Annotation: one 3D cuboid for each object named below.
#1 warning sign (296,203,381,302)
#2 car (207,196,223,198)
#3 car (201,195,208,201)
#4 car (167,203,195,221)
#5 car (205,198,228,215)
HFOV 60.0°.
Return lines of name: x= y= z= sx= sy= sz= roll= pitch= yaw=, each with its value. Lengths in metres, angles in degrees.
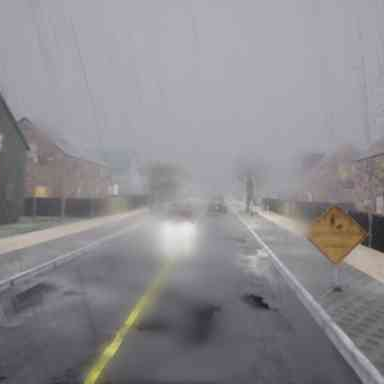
warning sign: x=2.951 y=1.154 z=6.874 sx=1.300 sy=1.860 sz=1.060 roll=0 pitch=-1 yaw=4
car: x=3.576 y=1.394 z=45.965 sx=2.097 sy=1.767 sz=4.553 roll=1 pitch=0 yaw=5
car: x=3.135 y=1.436 z=75.578 sx=1.994 sy=1.385 sz=4.181 roll=1 pitch=0 yaw=5
car: x=-0.803 y=1.547 z=27.004 sx=1.895 sy=1.301 sz=4.718 roll=1 pitch=0 yaw=5
car: x=2.626 y=1.573 z=33.682 sx=1.994 sy=1.385 sz=4.181 roll=1 pitch=0 yaw=5
